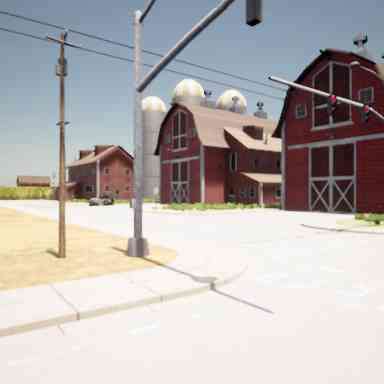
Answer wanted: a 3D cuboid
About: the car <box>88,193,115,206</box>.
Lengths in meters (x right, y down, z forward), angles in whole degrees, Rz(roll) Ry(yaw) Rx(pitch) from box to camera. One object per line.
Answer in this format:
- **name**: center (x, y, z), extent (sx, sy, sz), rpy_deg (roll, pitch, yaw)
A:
- **car**: center (-13.729, 1.132, 50.699), extent (3.866, 1.878, 1.905), rpy_deg (-2, 5, 11)
